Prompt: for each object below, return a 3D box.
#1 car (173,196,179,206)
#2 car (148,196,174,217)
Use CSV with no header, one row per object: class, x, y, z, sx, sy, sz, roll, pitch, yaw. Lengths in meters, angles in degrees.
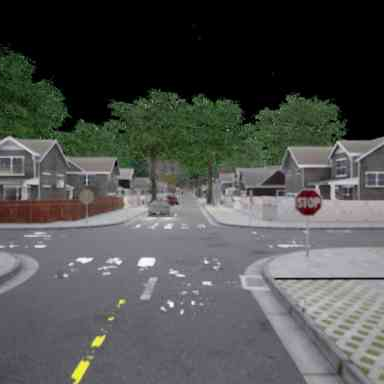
car,-3.077,1.437,53.712,1.882,1.535,5.008,0,0,0
car,-2.938,1.519,30.876,1.837,1.490,4.892,0,2,0
